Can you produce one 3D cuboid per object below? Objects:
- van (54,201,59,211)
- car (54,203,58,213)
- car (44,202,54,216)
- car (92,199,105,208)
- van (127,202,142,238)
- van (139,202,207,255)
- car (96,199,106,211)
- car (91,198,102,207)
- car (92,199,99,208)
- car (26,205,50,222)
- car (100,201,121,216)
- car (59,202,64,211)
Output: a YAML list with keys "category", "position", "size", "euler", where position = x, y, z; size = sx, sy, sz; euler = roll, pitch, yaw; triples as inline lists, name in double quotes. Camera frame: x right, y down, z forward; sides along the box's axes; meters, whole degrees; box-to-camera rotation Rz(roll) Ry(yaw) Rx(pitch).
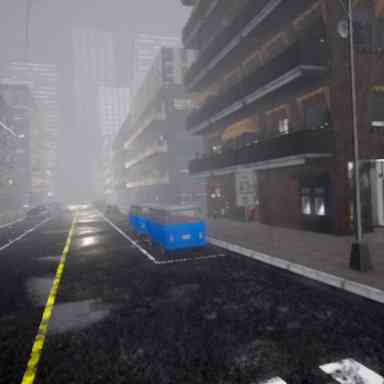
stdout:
- category: "van"
  position: [-22.861, 2.580, 53.385]
  size: [1.690, 1.788, 3.998]
  euler: [-4, 0, -18]
- category: "car"
  position: [-21.079, 2.693, 48.071]
  size: [2.008, 1.369, 4.403]
  euler: [-4, 0, -18]
- category: "car"
  position: [-19.318, 2.487, 42.756]
  size: [1.967, 1.590, 4.097]
  euler: [-4, 0, -18]
- category: "car"
  position: [-20.251, 2.418, 71.941]
  size: [2.192, 1.841, 5.009]
  euler: [-4, 0, -18]
- category: "van"
  position: [-2.567, 1.482, 18.792]
  size: [1.690, 1.788, 3.998]
  euler: [-4, 0, -18]
- category: "van"
  position: [-0.799, 1.386, 13.477]
  size: [1.690, 1.788, 3.998]
  euler: [-4, 0, -18]
- category: "car"
  position: [-13.218, 2.245, 50.844]
  size: [1.752, 1.417, 4.829]
  euler: [-4, 0, -18]
- category: "car"
  position: [-23.787, 2.611, 82.571]
  size: [2.192, 1.841, 5.009]
  euler: [-4, 0, -18]
- category: "car"
  position: [-16.715, 2.225, 61.311]
  size: [2.192, 1.841, 5.009]
  euler: [-4, 0, -18]
- category: "car"
  position: [-17.541, 2.532, 37.442]
  size: [1.802, 1.307, 4.206]
  euler: [-4, 0, -18]
- category: "car"
  position: [-9.624, 2.106, 40.053]
  size: [1.802, 1.307, 4.206]
  euler: [-4, 0, -18]
- category: "car"
  position: [-26.421, 2.748, 64.007]
  size: [2.192, 1.841, 5.009]
  euler: [-4, 0, -18]
